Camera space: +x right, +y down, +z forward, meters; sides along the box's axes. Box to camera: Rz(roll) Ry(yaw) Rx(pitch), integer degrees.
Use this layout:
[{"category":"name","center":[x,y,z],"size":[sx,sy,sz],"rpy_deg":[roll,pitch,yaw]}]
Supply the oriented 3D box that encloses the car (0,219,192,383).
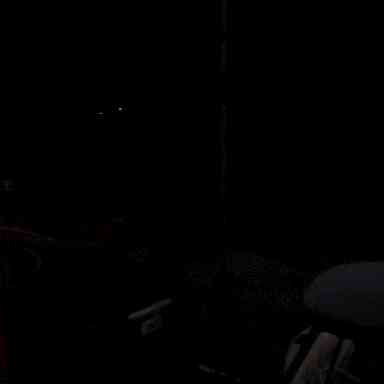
[{"category":"car","center":[-2.320,1.301,4.465],"size":[5.009,1.841,2.192],"rpy_deg":[0,0,36]}]

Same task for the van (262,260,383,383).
[{"category":"van","center":[2.167,1.345,1.264],"size":[3.998,1.788,1.690],"rpy_deg":[0,0,36]}]
